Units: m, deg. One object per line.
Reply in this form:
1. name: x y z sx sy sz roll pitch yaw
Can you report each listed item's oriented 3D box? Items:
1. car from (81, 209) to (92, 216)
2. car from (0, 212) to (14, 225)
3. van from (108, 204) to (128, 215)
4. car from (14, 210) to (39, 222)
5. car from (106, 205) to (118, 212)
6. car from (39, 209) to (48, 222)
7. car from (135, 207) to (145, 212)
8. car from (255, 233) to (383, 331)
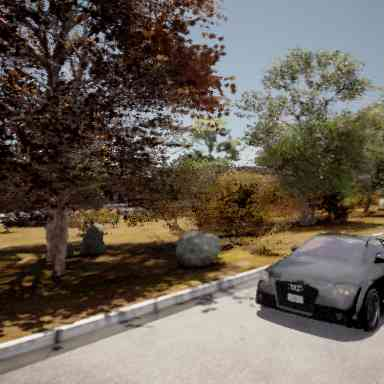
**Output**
1. car: -15.477 3.098 47.126 2.097 1.535 5.008 0 -1 -45
2. car: -23.331 3.160 39.280 2.231 1.521 4.892 0 -1 -45
3. van: -11.467 2.842 50.967 1.878 1.987 4.442 0 -1 -45
4. car: -21.360 3.143 41.233 2.097 1.535 5.008 0 -1 -45
5. car: -13.510 3.124 49.088 2.002 1.452 4.674 0 -1 -45
6. car: -19.380 3.002 43.178 2.185 1.767 4.553 0 -1 -45
7. car: -7.640 3.072 54.990 2.163 1.488 4.792 0 -1 -45
8. car: 3.166 1.603 7.025 4.181 1.385 1.994 0 -1 -44
